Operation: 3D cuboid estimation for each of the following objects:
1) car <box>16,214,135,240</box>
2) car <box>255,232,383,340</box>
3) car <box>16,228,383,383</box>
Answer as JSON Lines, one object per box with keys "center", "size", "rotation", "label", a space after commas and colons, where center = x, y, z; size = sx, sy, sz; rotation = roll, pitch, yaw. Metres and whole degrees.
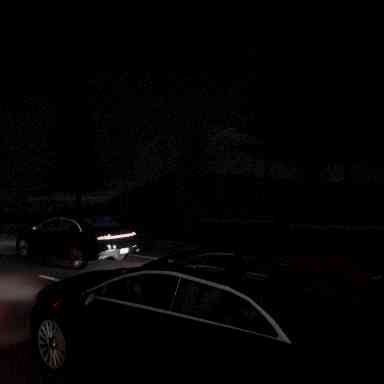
{"center": [-3.925, 1.478, 11.001], "size": [4.902, 1.511, 2.128], "rotation": [0, 0, 36], "label": "car"}
{"center": [3.656, 1.601, 5.683], "size": [4.718, 1.301, 1.895], "rotation": [0, 0, 36], "label": "car"}
{"center": [-0.021, 1.490, 4.002], "size": [4.902, 1.511, 2.128], "rotation": [0, 0, 35], "label": "car"}
